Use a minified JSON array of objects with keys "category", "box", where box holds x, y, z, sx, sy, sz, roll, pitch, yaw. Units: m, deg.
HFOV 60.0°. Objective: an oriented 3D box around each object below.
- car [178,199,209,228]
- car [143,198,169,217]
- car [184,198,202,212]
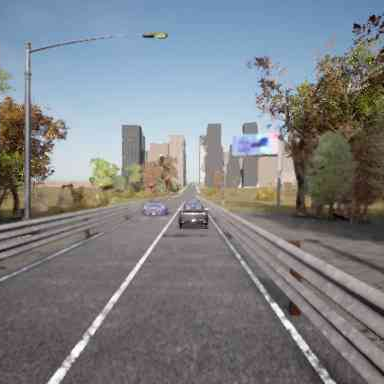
[{"category":"car","box":[0.091,1.482,22.075,2.128,1.511,4.902,0,0,0]},{"category":"car","box":[-3.363,1.339,31.517,2.097,1.767,4.553,0,0,0]},{"category":"car","box":[0.069,1.531,40.466,2.033,1.411,5.357,0,0,0]}]
